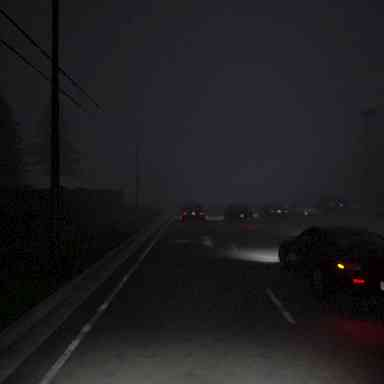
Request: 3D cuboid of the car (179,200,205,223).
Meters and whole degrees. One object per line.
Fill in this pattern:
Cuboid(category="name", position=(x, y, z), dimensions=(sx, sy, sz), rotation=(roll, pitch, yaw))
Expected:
Cuboid(category="car", position=(0.103, 1.638, 26.768), dimensions=(2.033, 1.411, 5.357), rotation=(0, 0, 0))

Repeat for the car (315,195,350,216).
Cuboid(category="car", position=(14.105, 1.336, 34.105), dimensions=(2.150, 2.045, 5.566), rotation=(0, 0, 0))

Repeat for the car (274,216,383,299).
Cuboid(category="car", position=(3.601, 1.554, 8.397), dimensions=(1.812, 1.442, 4.674), rotation=(0, 0, 0))

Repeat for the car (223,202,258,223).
Cuboid(category="car", position=(3.603, 1.567, 26.488), dimensions=(1.882, 1.535, 5.008), rotation=(0, 0, 0))

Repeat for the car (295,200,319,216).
Cuboid(category="car", position=(10.606, 1.712, 33.155), dimensions=(1.895, 1.301, 4.718), rotation=(0, 0, 0))

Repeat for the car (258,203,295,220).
Cuboid(category="car", position=(7.104, 1.647, 29.589), dimensions=(2.033, 1.411, 5.357), rotation=(0, 0, 0))
